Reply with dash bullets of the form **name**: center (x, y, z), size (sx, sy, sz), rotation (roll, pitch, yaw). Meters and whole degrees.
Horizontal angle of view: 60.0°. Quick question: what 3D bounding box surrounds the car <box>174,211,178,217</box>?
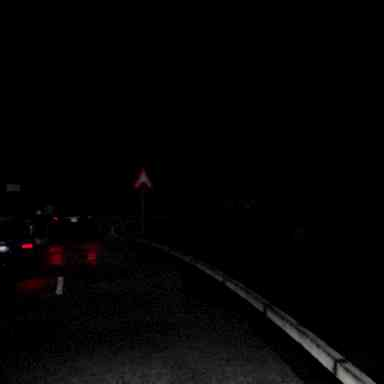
- **car**: center (-1.757, 3.819, 60.320), size (1.994, 1.385, 4.181), rotation (0, -4, 14)

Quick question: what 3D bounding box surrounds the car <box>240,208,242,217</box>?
- **car**: center (4.364, 3.043, 48.667), size (5.008, 1.535, 2.097), rotation (0, -4, 14)

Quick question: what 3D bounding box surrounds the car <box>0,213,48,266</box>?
- **car**: center (-6.232, 1.533, 10.859), size (2.033, 1.411, 5.357), rotation (0, 0, -30)

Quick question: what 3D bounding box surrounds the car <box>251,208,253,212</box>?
- **car**: center (9.713, 4.466, 70.002), size (4.792, 1.488, 2.163), rotation (0, -3, 14)

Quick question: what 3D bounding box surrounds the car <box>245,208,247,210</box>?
- **car**: center (6.204, 3.589, 56.708), size (5.366, 1.575, 1.946), rotation (0, -4, 14)

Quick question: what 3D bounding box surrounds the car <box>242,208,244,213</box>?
- **car**: center (5.047, 3.229, 51.328), size (4.892, 1.521, 2.231), rotation (0, -4, 14)

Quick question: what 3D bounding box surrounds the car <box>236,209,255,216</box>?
- **car**: center (13.802, 5.198, 86.001), size (4.553, 1.767, 2.185), rotation (0, -3, 14)

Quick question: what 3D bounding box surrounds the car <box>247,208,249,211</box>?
- **car**: center (7.696, 3.816, 62.003), size (4.553, 1.767, 2.185), rotation (0, -4, 14)

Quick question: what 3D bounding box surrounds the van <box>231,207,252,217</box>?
- **van**: center (11.199, 4.522, 75.311), size (4.442, 1.987, 1.878), rotation (0, -3, 14)

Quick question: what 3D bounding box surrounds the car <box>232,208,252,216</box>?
- **car**: center (11.758, 4.782, 78.134), size (4.553, 1.767, 2.185), rotation (0, -3, 14)

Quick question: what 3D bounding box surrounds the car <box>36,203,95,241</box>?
- **car**: center (-6.660, 1.312, 16.908), size (2.097, 1.767, 4.553), rotation (-1, 0, -37)

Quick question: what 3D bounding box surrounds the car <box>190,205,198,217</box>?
- **car**: center (1.406, 3.463, 59.581), size (2.150, 2.045, 5.566), rotation (0, -4, 14)

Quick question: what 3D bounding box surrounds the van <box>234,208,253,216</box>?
- **van**: center (12.989, 4.964, 83.375), size (4.442, 1.987, 1.878), rotation (0, -3, 14)

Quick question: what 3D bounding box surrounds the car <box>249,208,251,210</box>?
- **car**: center (9.072, 4.313, 67.324), size (4.674, 1.452, 2.002), rotation (0, -4, 14)

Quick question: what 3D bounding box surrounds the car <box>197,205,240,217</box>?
- **car**: center (3.692, 2.857, 46.002), size (4.892, 1.521, 2.231), rotation (0, -4, 14)

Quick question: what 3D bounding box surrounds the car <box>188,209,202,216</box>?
- **car**: center (0.692, 4.268, 70.048), size (1.837, 1.490, 4.892), rotation (0, -3, 14)
